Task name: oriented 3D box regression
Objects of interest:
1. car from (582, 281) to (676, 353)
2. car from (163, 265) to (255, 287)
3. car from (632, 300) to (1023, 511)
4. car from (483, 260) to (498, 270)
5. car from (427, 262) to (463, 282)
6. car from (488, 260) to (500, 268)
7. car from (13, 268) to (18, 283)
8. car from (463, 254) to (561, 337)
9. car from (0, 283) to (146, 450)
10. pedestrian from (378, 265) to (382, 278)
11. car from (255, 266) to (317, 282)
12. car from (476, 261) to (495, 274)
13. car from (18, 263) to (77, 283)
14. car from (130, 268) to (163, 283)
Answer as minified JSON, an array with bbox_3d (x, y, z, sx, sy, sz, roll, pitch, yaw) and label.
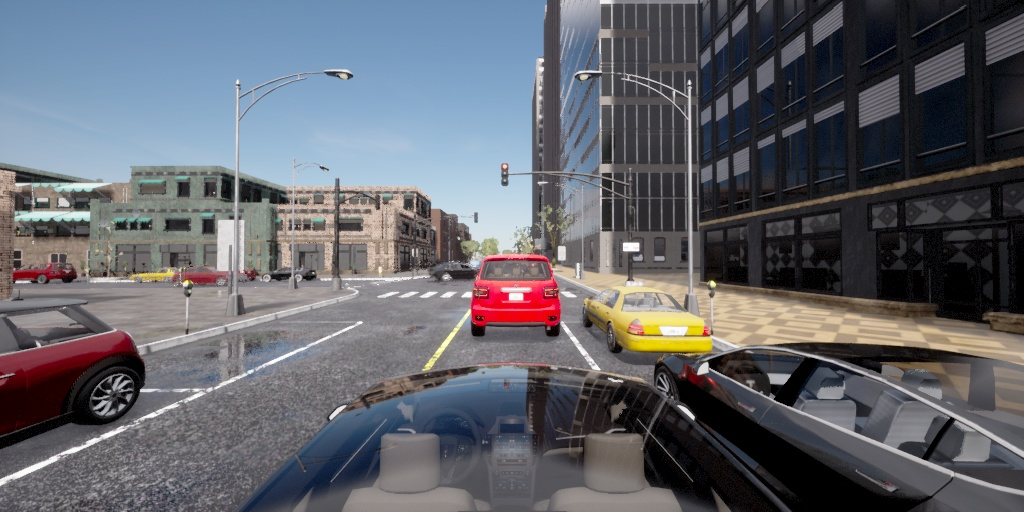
[{"bbox_3d":[2.815,1.277,8.589,1.751,1.417,4.829,0,0,0],"label":"car"},{"bbox_3d":[-21.611,1.450,25.688,4.674,1.442,1.812,-1,-1,1],"label":"car"},{"bbox_3d":[2.656,1.316,2.776,1.948,1.339,4.313,0,0,0],"label":"car"},{"bbox_3d":[-3.195,1.317,54.160,2.033,1.411,5.357,0,0,0],"label":"car"},{"bbox_3d":[-4.337,1.262,28.603,4.892,1.490,1.837,0,2,-35],"label":"car"},{"bbox_3d":[-3.177,1.375,64.455,1.895,1.301,4.718,0,0,0],"label":"car"},{"bbox_3d":[-39.562,1.597,25.900,4.892,1.490,1.837,0,-1,1],"label":"car"},{"bbox_3d":[0.083,0.975,10.465,2.150,2.045,5.566,0,0,0],"label":"car"},{"bbox_3d":[-5.692,1.190,2.814,1.967,1.591,4.097,0,0,0],"label":"car"},{"bbox_3d":[-12.608,1.399,34.328,0.375,1.300,0.375,0,0,1],"label":"pedestrian"},{"bbox_3d":[-19.470,1.562,31.448,4.313,1.339,1.948,0,0,1],"label":"car"},{"bbox_3d":[-3.182,1.313,43.973,2.033,1.411,5.357,0,0,0],"label":"car"},{"bbox_3d":[-41.661,1.522,31.688,5.009,1.841,2.192,0,0,1],"label":"car"},{"bbox_3d":[-30.735,1.627,31.570,4.829,1.417,1.751,0,0,1],"label":"car"}]
